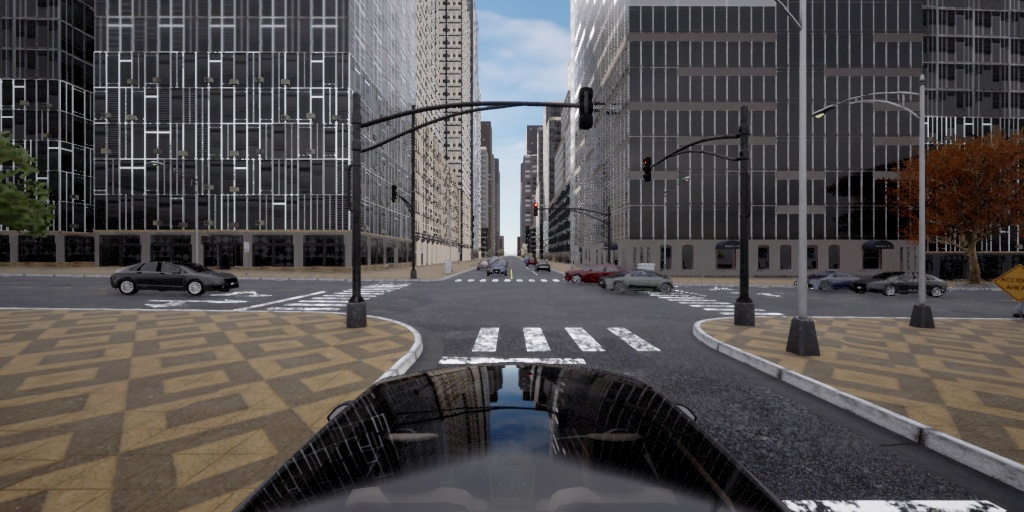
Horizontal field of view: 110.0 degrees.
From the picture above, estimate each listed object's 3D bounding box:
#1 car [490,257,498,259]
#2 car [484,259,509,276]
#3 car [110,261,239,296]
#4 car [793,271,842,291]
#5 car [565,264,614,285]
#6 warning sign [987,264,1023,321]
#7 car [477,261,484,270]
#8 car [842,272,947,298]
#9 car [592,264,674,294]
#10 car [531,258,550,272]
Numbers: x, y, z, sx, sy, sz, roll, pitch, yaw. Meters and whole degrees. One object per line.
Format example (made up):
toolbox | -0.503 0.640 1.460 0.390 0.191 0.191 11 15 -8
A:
car | -1.563 1.267 47.469 1.837 1.490 4.892 0 0 0
car | -1.516 1.331 37.060 1.994 1.385 4.181 0 0 0
car | -15.514 0.995 16.668 4.892 1.490 1.837 1 0 -3
car | 22.268 1.738 25.148 4.181 1.385 1.994 1 0 -3
car | 6.346 1.326 25.579 5.008 1.535 1.882 3 1 14
warning sign | 17.269 1.204 12.200 1.060 1.860 1.300 0 0 -3
car | -4.053 1.343 51.484 1.802 1.307 4.207 0 0 0
car | 23.590 1.704 21.956 4.892 1.490 1.837 1 0 -3
car | 7.262 1.451 21.175 4.181 1.385 1.994 2 1 -3
car | 3.903 1.329 45.995 1.948 1.339 4.313 0 0 0
